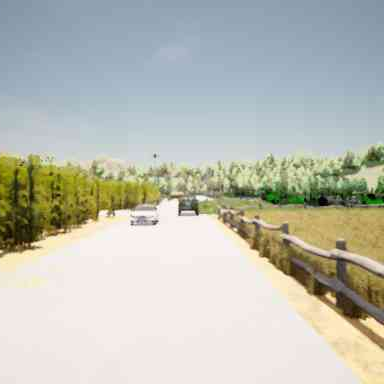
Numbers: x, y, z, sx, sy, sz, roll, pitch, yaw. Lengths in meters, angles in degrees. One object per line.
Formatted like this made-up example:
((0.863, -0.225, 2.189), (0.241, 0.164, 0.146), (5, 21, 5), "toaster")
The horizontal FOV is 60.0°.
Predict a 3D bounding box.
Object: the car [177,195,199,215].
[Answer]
((-0.405, 1.348, 35.965), (2.150, 2.045, 5.566), (0, 0, -1), "car")

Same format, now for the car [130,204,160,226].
((-3.444, 1.662, 24.930), (1.812, 1.442, 4.674), (0, 0, -1), "car")
